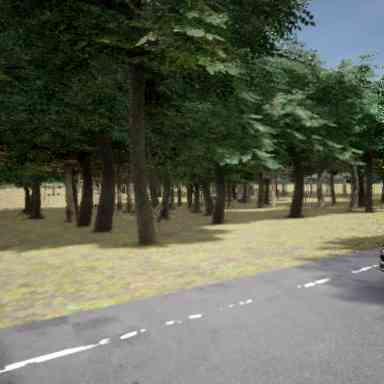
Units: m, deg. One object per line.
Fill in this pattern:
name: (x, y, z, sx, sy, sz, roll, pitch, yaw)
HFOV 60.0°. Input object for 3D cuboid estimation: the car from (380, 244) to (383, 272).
car: (7.006, 1.472, 9.160, 4.902, 1.511, 2.128, 0, 0, -37)
